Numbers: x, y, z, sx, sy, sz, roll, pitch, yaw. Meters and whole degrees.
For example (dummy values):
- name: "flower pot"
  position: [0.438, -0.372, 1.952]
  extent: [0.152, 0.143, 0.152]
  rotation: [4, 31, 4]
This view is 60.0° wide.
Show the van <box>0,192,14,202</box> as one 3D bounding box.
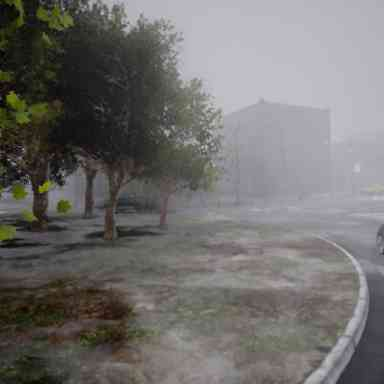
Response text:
- name: "van"
  position: [-38.802, 0.978, 67.292]
  extent: [4.442, 1.987, 1.878]
  rotation: [-1, 1, -41]

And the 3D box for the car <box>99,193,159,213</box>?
- name: "car"
  position: [-6.100, 1.080, 33.559]
  extent: [5.566, 2.045, 2.150]
  rotation: [0, 0, 16]

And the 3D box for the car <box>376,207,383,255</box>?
- name: "car"
  position: [6.837, 1.376, 9.572]
  extent: [2.128, 1.511, 4.902]
  rotation: [0, 0, 15]

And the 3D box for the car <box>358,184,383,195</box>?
- name: "car"
  position: [27.749, -0.442, 51.237]
  extent: [5.366, 1.575, 1.946]
  rotation: [-5, 2, -29]

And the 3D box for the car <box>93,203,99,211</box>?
- name: "car"
  position: [-8.699, 1.405, 37.542]
  extent: [5.357, 1.411, 2.033]
  rotation: [0, 0, 8]

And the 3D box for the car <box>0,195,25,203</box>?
- name: "car"
  position: [-33.311, 1.291, 61.013]
  extent: [4.792, 1.488, 2.163]
  rotation: [-1, 1, -41]

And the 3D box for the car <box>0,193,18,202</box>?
- name: "car"
  position: [-36.799, 1.100, 65.180]
  extent: [4.553, 1.767, 2.185]
  rotation: [-1, 1, -41]
